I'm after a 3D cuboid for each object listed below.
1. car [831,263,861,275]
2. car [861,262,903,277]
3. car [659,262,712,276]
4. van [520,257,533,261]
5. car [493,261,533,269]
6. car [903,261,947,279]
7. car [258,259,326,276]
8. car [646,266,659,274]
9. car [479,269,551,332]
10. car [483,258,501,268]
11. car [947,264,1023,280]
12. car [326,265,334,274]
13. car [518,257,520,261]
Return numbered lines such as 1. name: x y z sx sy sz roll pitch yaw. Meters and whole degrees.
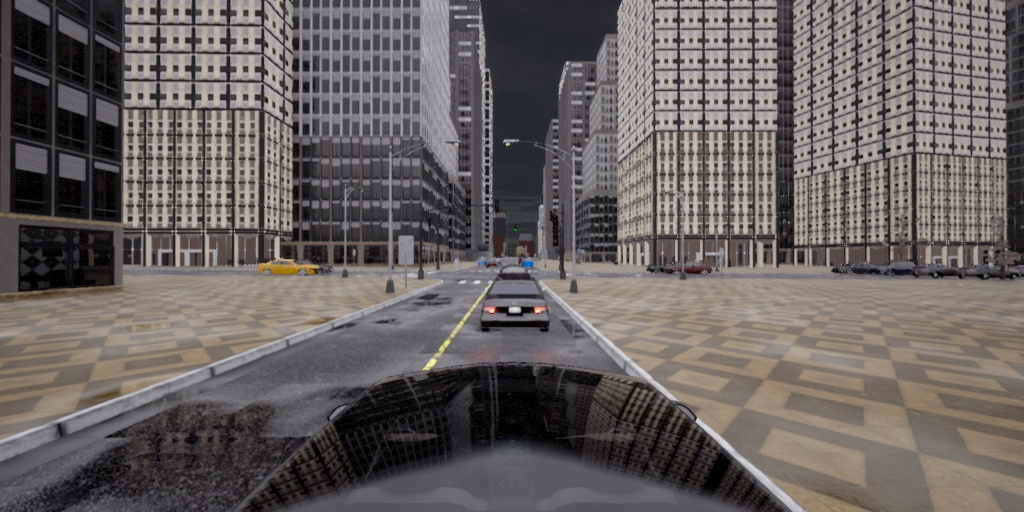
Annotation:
1. car: 41.867 1.591 43.817 4.892 1.490 1.837 1 0 -2
2. car: 43.112 1.426 40.611 4.553 1.767 2.097 0 0 -2
3. car: 19.538 1.404 40.005 5.008 1.535 1.882 0 0 -1
4. van: 2.639 1.118 58.945 1.690 1.789 3.998 0 0 0
5. car: 0.096 1.238 20.682 1.882 1.535 5.008 0 0 0
6. car: 44.469 1.557 37.315 4.902 1.511 2.128 0 0 -2
7. car: -20.085 1.077 32.443 5.008 1.535 1.882 1 0 -1
8. car: 18.697 1.538 43.238 4.718 1.301 1.895 0 0 -1
9. car: 0.090 1.303 10.853 2.033 1.411 5.357 0 0 1
10. car: -3.241 1.378 59.434 1.895 1.301 4.718 0 0 0
11. car: 45.220 1.544 34.095 4.902 1.511 2.128 0 0 -3
12. car: -20.273 1.140 35.690 4.674 1.442 1.812 0 0 -1
13. car: 2.566 1.325 64.483 1.888 1.381 4.507 0 0 0
